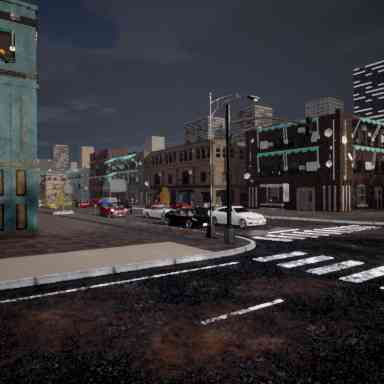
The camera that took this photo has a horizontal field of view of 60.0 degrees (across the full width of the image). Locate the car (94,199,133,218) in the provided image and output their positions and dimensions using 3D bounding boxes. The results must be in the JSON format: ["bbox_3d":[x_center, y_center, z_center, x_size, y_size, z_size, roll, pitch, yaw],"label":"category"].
[{"bbox_3d":[-8.365,1.847,35.196,1.967,1.590,4.097,-1,0,-36],"label":"car"}]

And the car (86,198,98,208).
[{"bbox_3d":[-17.641,1.940,62.587,2.192,1.841,5.009,-1,0,-36],"label":"car"}]

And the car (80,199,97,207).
[{"bbox_3d":[-20.854,2.228,67.091,1.887,1.381,4.507,-1,0,-36],"label":"car"}]

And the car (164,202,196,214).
[{"bbox_3d":[-1.545,1.904,40.070,1.802,1.307,4.206,-2,0,-36],"label":"car"}]

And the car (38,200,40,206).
[{"bbox_3d":[-30.889,2.376,66.721,2.008,1.369,4.403,-1,0,-36],"label":"car"}]

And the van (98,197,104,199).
[{"bbox_3d":[-14.422,1.907,58.083,1.690,1.788,3.998,-1,0,-36],"label":"van"}]

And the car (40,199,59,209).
[{"bbox_3d":[-24.354,2.233,57.575,1.752,1.417,4.829,-1,0,-36],"label":"car"}]

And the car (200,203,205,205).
[{"bbox_3d":[1.673,1.810,35.566,2.008,1.369,4.403,-2,0,-36],"label":"car"}]

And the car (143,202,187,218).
[{"bbox_3d":[-2.860,1.915,31.967,1.895,1.301,4.718,-1,0,-36],"label":"car"}]

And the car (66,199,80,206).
[{"bbox_3d":[-27.289,2.364,76.098,1.947,1.339,4.313,-1,0,-36],"label":"car"}]

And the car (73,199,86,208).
[{"bbox_3d":[-20.578,2.230,62.263,1.994,1.385,4.181,-1,0,-36],"label":"car"}]

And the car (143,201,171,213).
[{"bbox_3d":[-4.762,1.966,44.573,1.802,1.307,4.206,-2,0,-36],"label":"car"}]

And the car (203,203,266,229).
[{"bbox_3d":[3.098,1.722,23.680,1.812,1.442,4.674,-1,0,-37],"label":"car"}]

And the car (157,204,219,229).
[{"bbox_3d":[-0.393,1.815,23.835,1.947,1.339,4.313,-2,0,-36],"label":"car"}]
